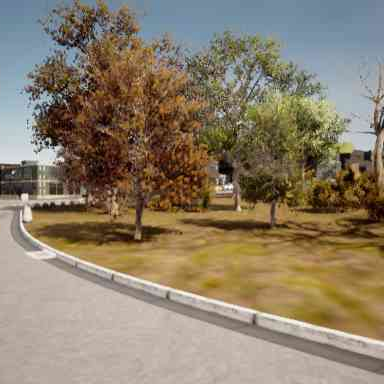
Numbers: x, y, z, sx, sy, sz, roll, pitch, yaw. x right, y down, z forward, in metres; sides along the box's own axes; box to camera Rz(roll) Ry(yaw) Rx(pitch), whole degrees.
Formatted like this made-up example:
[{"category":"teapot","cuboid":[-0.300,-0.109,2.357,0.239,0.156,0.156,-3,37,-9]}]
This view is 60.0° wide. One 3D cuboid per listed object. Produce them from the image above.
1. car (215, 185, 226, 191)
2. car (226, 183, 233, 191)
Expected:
[{"category":"car","cuboid":[5.772,-0.850,90.748,5.366,1.575,1.946,-4,2,-32]},{"category":"car","cuboid":[10.696,-1.452,93.780,5.566,2.045,2.435,-4,2,-32]}]
